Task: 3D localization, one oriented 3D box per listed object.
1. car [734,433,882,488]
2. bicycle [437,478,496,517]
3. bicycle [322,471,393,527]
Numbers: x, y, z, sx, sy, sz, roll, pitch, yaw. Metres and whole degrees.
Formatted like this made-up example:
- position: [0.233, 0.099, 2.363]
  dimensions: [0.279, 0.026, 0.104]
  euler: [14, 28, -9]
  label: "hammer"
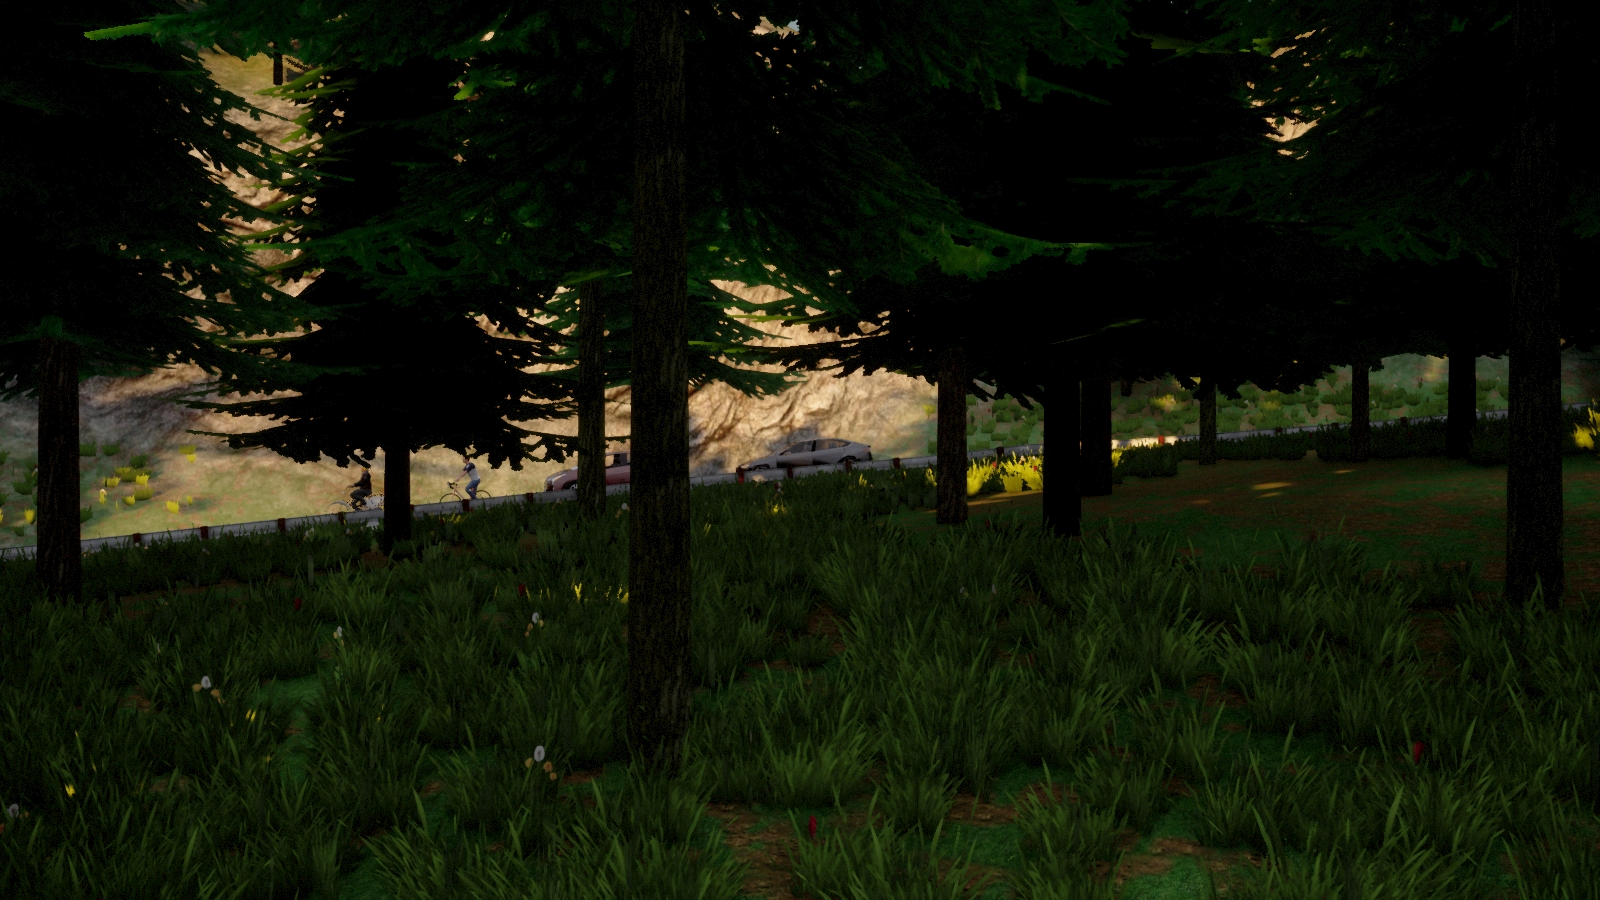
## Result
- position: [0.231, 0.348, 39.656]
  dimensions: [4.792, 1.488, 2.163]
  euler: [-4, 1, -7]
  label: "car"
- position: [-10.252, 1.440, 35.170]
  dimensions: [1.643, 1.024, 0.373]
  euler: [-5, 3, -36]
  label: "bicycle"
- position: [-13.114, 1.448, 33.912]
  dimensions: [1.835, 1.471, 0.329]
  euler: [-5, 3, -29]
  label: "bicycle"
